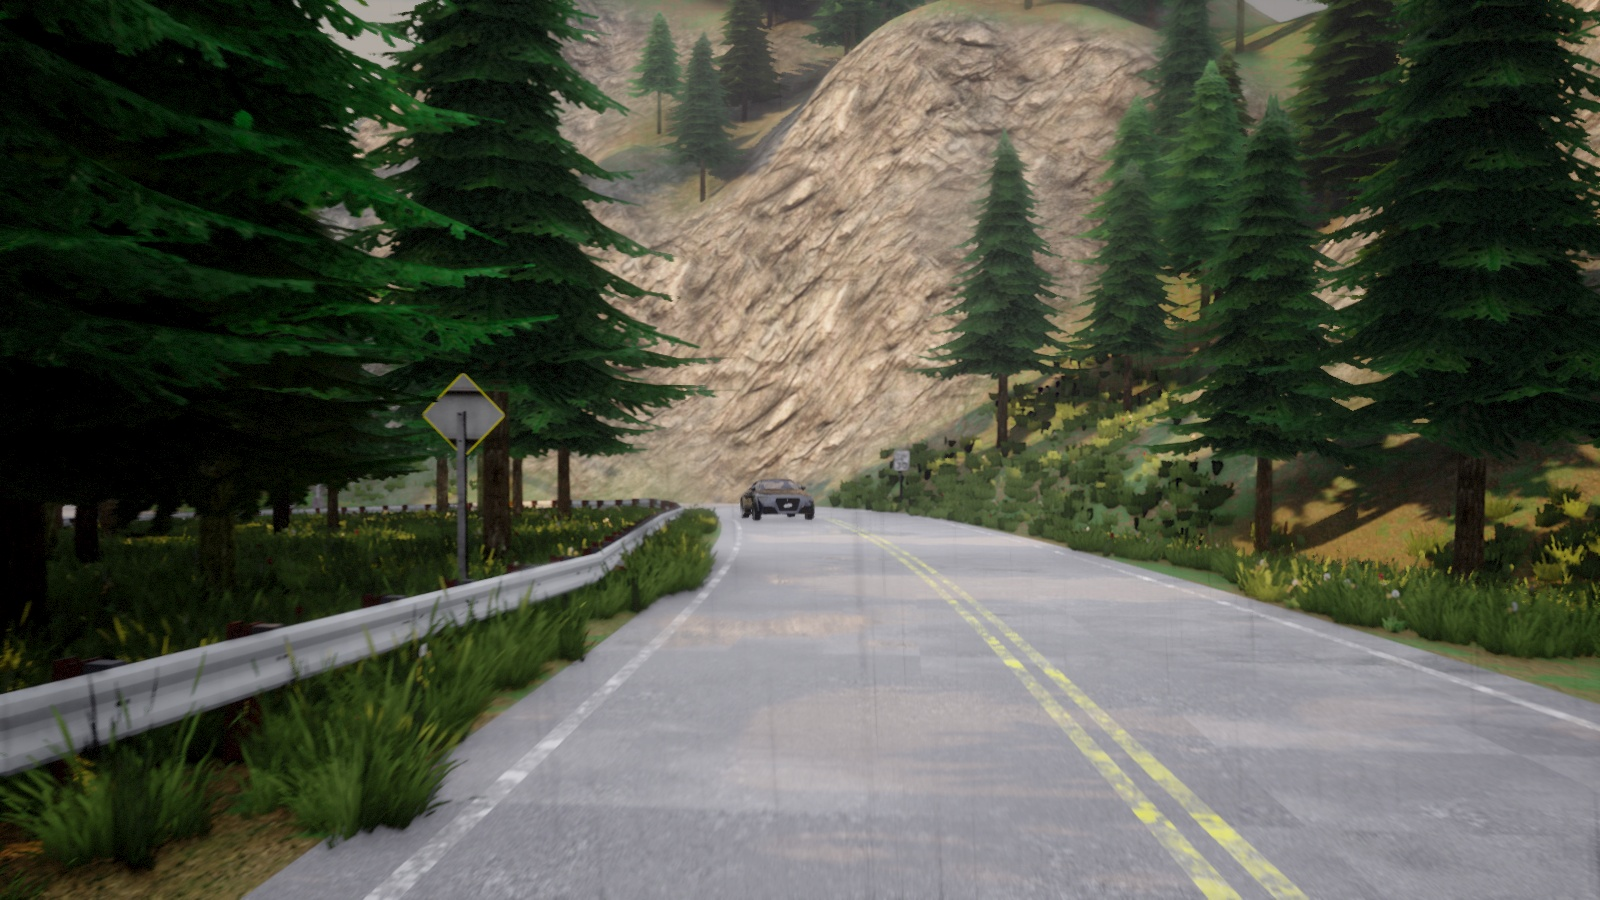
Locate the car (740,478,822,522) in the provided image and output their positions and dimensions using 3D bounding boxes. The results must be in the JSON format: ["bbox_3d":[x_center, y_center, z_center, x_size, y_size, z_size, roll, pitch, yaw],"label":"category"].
[{"bbox_3d":[-0.710,1.638,42.299,1.994,1.385,4.181,0,-1,-12],"label":"car"}]
